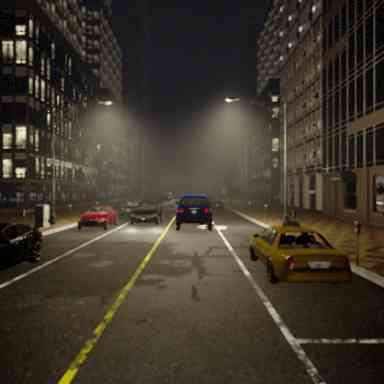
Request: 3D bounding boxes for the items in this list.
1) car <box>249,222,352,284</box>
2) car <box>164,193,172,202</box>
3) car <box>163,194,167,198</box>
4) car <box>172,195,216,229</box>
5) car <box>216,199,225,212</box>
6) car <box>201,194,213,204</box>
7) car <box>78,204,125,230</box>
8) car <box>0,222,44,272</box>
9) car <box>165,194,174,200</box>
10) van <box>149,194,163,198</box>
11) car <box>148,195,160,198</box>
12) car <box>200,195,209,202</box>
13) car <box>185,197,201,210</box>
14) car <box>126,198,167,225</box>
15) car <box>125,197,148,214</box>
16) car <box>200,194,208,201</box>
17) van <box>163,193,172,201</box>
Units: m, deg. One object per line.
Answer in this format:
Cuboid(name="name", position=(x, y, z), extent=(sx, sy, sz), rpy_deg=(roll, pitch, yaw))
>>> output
Cuboid(name="car", position=(2.698, 1.502, 9.350), extent=(1.752, 1.417, 4.829), rpy_deg=(0, 0, 0))
Cuboid(name="car", position=(-5.651, 1.230, 71.811), extent=(1.967, 1.590, 4.097), rpy_deg=(0, 0, 0))
Cuboid(name="car", position=(-5.660, 1.428, 54.736), extent=(1.802, 1.307, 4.206), rpy_deg=(0, 0, 0))
Cuboid(name="car", position=(0.117, 1.169, 21.071), extent=(2.150, 2.045, 5.566), rpy_deg=(0, 0, 0))
Cuboid(name="car", position=(2.712, 1.464, 37.642), extent=(1.947, 1.339, 4.313), rpy_deg=(0, 0, 0))
Cuboid(name="car", position=(2.724, 1.268, 60.408), extent=(1.967, 1.590, 4.097), rpy_deg=(0, 0, 0))
Cuboid(name="car", position=(-5.677, 1.529, 20.581), extent=(1.802, 1.307, 4.206), rpy_deg=(0, 0, 0))
Cuboid(name="car", position=(-5.683, 1.543, 9.198), extent=(1.947, 1.339, 4.313), rpy_deg=(0, 0, 0))
Cuboid(name="car", position=(-5.646, 1.317, 83.196), extent=(1.947, 1.339, 4.313), rpy_deg=(0, 0, 0))
Cuboid(name="van", position=(-5.662, 1.205, 49.043), extent=(1.690, 1.788, 3.998), rpy_deg=(0, 0, 0))
Cuboid(name="car", position=(-5.666, 1.426, 43.351), extent=(1.887, 1.381, 4.507), rpy_deg=(0, 0, 0))
Cuboid(name="car", position=(2.729, 1.372, 71.793), extent=(1.802, 1.307, 4.206), rpy_deg=(0, 0, 0))
Cuboid(name="car", position=(0.122, 1.389, 42.296), extent=(1.837, 1.490, 4.892), rpy_deg=(0, 0, 0))
Cuboid(name="car", position=(-3.085, 1.416, 23.466), extent=(1.882, 1.535, 5.008), rpy_deg=(0, 0, 0))
Cuboid(name="car", position=(-5.672, 1.465, 31.966), extent=(2.008, 1.369, 4.403), rpy_deg=(0, 0, 0))
Cuboid(name="car", position=(2.732, 1.296, 77.655), extent=(1.752, 1.417, 4.829), rpy_deg=(0, 0, 0))
Cuboid(name="van", position=(-5.648, 1.112, 77.503), extent=(1.690, 1.788, 3.998), rpy_deg=(0, 0, 0))
